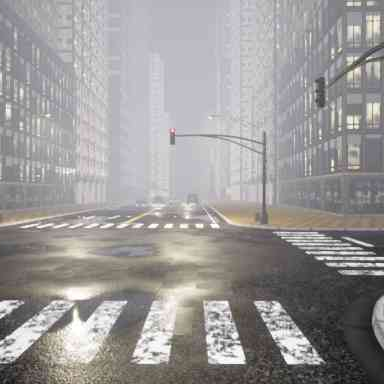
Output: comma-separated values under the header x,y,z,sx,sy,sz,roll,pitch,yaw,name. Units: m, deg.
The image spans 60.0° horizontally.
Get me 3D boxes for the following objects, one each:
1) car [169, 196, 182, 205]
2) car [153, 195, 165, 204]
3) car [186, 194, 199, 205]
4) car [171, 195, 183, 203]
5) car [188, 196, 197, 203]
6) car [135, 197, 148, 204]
x,y,z,sx,sy,sz,roll,pitch,yaw,name
-3.136,1.702,60.233,1.895,1.301,4.718,0,0,0,car
-6.378,1.468,64.409,2.097,1.767,4.553,0,0,0,car
0.115,1.322,60.229,2.150,2.045,5.566,0,0,0,car
-3.117,1.495,70.205,2.128,1.511,4.902,0,0,0,car
0.134,1.540,70.616,1.994,1.385,4.181,0,0,0,car
-9.628,1.663,64.384,2.033,1.411,5.357,0,0,0,car
